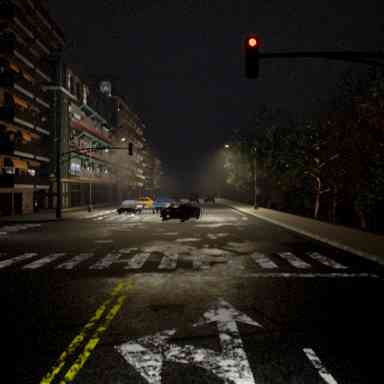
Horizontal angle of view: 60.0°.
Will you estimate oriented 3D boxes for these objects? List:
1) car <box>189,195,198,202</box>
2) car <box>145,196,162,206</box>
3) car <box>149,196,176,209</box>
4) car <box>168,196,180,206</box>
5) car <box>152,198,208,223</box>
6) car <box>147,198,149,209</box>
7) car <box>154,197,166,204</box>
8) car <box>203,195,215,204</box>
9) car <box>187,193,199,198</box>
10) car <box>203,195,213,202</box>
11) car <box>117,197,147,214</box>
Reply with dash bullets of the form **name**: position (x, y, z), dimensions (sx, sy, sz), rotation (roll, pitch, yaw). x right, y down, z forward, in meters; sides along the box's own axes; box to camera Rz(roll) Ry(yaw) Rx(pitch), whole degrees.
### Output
- **car**: position (0.341, 1.471, 76.511), dimensions (2.128, 1.511, 4.902), rotation (0, 0, 0)
- **car**: position (-6.260, 1.496, 54.712), dimensions (2.128, 1.511, 4.902), rotation (0, 0, 0)
- **car**: position (-3.179, 1.476, 36.357), dimensions (1.882, 1.535, 5.008), rotation (0, 0, 1)
- **car**: position (-3.004, 1.509, 55.899), dimensions (1.837, 1.490, 4.892), rotation (0, 0, 0)
- **car**: position (-0.809, 1.505, 25.996), dimensions (2.128, 1.511, 4.902), rotation (0, 1, 22)
- **car**: position (-6.354, 1.478, 44.572), dimensions (1.882, 1.535, 5.008), rotation (0, 0, 1)
- **car**: position (-6.212, 1.610, 65.036), dimensions (1.895, 1.301, 4.718), rotation (0, 0, 0)
- **car**: position (3.543, 1.514, 66.077), dimensions (1.837, 1.490, 4.892), rotation (0, 0, 0)
- **car**: position (0.293, 1.231, 66.123), dimensions (2.150, 2.045, 5.566), rotation (0, 0, 0)
- **car**: position (3.590, 1.485, 76.496), dimensions (2.033, 1.411, 5.357), rotation (0, 0, 0)
- **car**: position (-6.438, 1.546, 34.919), dimensions (2.033, 1.411, 5.357), rotation (0, 0, 0)
